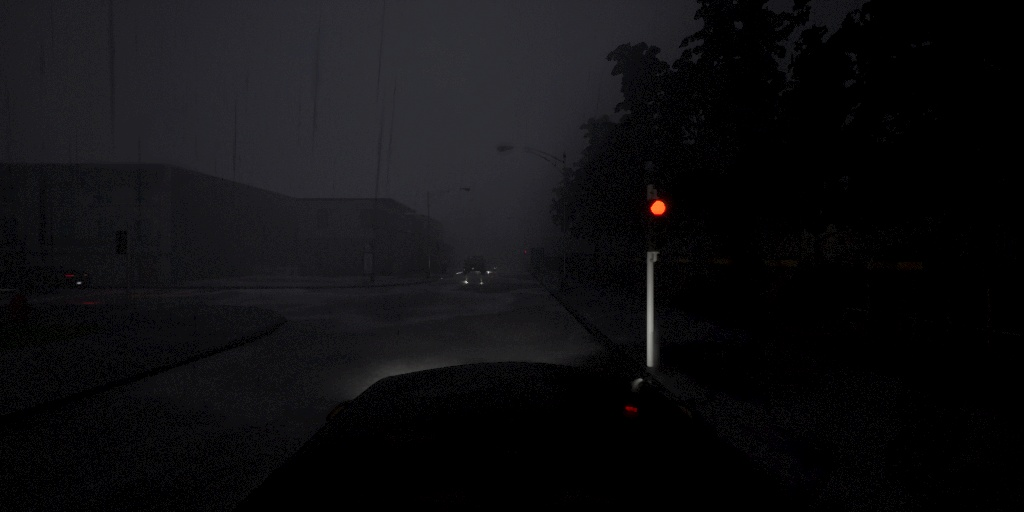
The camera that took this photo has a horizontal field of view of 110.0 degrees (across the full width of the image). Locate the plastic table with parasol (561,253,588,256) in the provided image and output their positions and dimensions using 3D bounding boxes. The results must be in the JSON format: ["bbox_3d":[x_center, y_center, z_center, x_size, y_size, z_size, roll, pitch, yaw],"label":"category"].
[{"bbox_3d":[10.016,0.677,57.837,2.482,2.480,2.482,0,0,-40],"label":"plastic table with parasol"}]

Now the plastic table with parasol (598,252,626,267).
[{"bbox_3d":[15.334,0.688,55.094,2.482,2.480,2.482,0,0,-40],"label":"plastic table with parasol"}]

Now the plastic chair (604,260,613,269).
[{"bbox_3d":[14.359,1.300,54.193,0.730,1.272,0.750,0,0,-35],"label":"plastic chair"}]

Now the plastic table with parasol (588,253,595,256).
[{"bbox_3d":[14.718,0.665,63.309,2.482,2.480,2.482,0,0,-42],"label":"plastic table with parasol"}]

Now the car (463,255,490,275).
[{"bbox_3d":[-4.070,0.967,40.154,2.150,2.045,5.566,0,0,0],"label":"car"}]

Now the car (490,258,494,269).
[{"bbox_3d":[-4.055,1.345,51.805,1.895,1.301,4.718,0,0,0],"label":"car"}]

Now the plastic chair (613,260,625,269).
[{"bbox_3d":[16.066,1.290,54.095,0.750,1.272,0.730,0,0,-40],"label":"plastic chair"}]

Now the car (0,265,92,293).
[{"bbox_3d":[-26.594,1.253,20.039,4.892,1.490,1.837,0,0,0],"label":"car"}]

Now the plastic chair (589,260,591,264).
[{"bbox_3d":[13.765,1.297,62.421,0.730,1.272,0.750,0,0,-35],"label":"plastic chair"}]
